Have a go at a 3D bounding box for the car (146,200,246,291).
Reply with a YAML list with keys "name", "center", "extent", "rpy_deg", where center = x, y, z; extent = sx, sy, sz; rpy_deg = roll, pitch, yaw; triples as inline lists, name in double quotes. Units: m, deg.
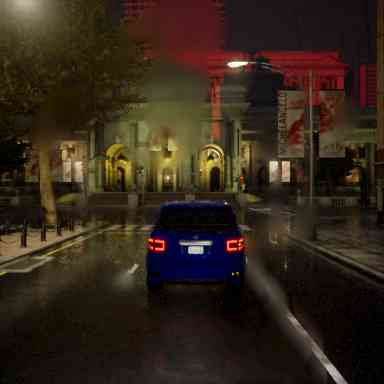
- name: "car"
  center: [0.106, 1.221, 9.130]
  extent: [2.150, 2.045, 5.566]
  rpy_deg: [0, 0, 1]
